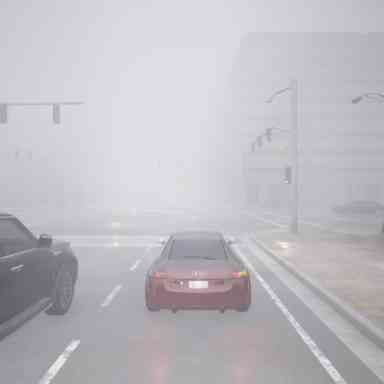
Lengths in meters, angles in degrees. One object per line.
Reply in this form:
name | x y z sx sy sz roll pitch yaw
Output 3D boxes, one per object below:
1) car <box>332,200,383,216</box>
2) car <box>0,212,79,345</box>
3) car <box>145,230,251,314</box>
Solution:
car | 16.059 1.504 32.035 4.892 1.490 1.837 0 0 0
car | -3.397 1.221 4.398 2.150 2.045 5.566 0 0 1
car | 0.113 1.564 7.723 1.994 1.385 4.181 0 0 0
